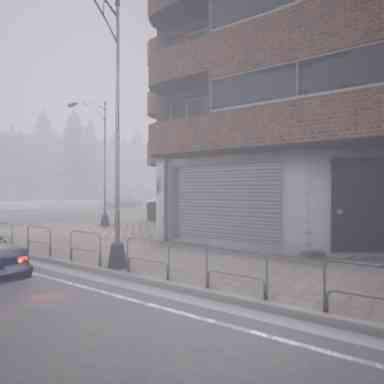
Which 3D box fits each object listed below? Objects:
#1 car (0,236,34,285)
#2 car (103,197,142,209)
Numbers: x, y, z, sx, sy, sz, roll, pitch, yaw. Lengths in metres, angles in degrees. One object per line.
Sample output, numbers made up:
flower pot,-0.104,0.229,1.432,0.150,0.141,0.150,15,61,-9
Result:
car,-6.114,1.527,8.319,5.357,1.411,2.033,0,0,36
car,-8.748,1.368,42.183,4.902,1.511,2.128,0,0,-36
